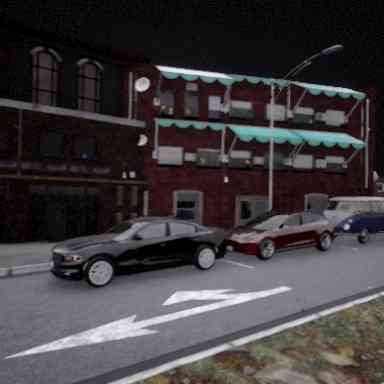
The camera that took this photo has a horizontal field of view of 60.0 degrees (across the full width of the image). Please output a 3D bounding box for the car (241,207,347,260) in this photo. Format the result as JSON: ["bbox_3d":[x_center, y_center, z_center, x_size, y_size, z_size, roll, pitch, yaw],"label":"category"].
[{"bbox_3d":[3.289,1.479,12.457,4.792,1.488,2.163,0,0,-32],"label":"car"}]

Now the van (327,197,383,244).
[{"bbox_3d":[7.901,1.206,15.379,4.442,1.987,1.878,0,0,-31],"label":"van"}]

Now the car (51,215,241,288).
[{"bbox_3d":[-1.284,1.465,9.415,5.008,1.535,2.097,0,0,-34],"label":"car"}]
